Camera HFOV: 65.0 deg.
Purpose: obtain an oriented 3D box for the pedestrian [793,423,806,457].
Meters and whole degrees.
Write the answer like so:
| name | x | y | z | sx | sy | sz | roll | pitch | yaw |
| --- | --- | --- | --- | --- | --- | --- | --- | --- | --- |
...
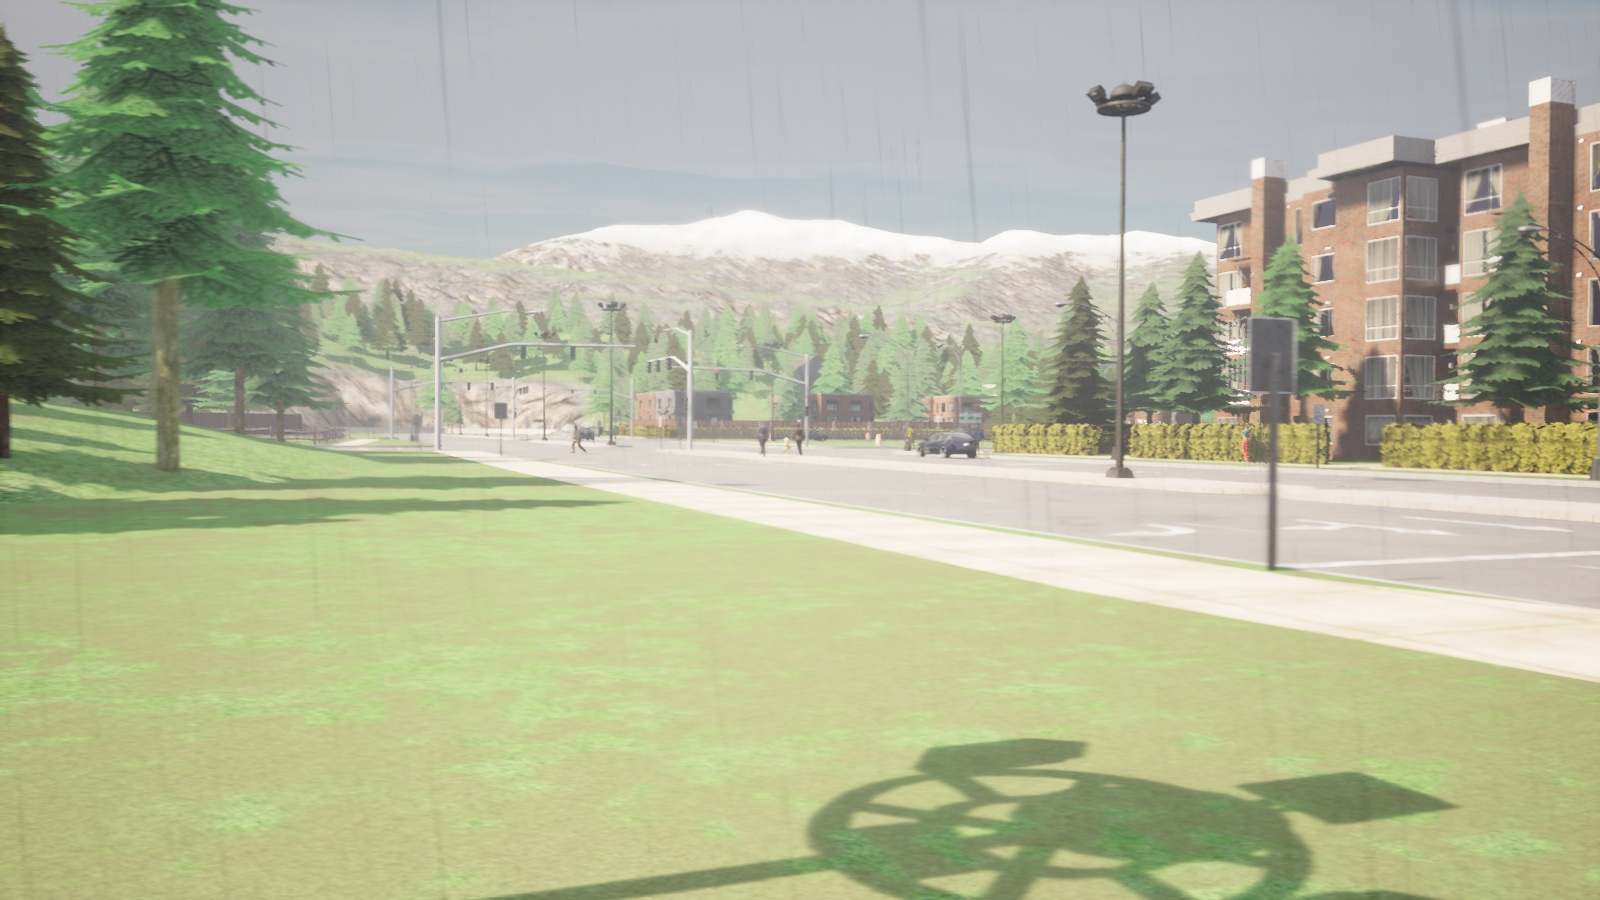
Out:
| name | x | y | z | sx | sy | sz | roll | pitch | yaw |
| --- | --- | --- | --- | --- | --- | --- | --- | --- | --- |
| pedestrian | -0.028 | -0.540 | 67.982 | 0.328 | 1.805 | 0.869 | -1 | 1 | -22 |

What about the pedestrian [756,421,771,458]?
| name | x | y | z | sx | sy | sz | roll | pitch | yaw |
| --- | --- | --- | --- | --- | --- | --- | --- | --- | --- |
| pedestrian | -1.844 | -0.542 | 63.480 | 0.540 | 1.848 | 0.694 | -1 | 1 | -21 |

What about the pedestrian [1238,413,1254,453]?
| name | x | y | z | sx | sy | sz | roll | pitch | yaw |
| --- | --- | --- | --- | --- | --- | --- | --- | --- | --- |
| pedestrian | 20.841 | -0.793 | 58.684 | 0.345 | 1.836 | 0.594 | -1 | 1 | -22 |

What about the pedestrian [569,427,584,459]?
| name | x | y | z | sx | sy | sz | roll | pitch | yaw |
| --- | --- | --- | --- | --- | --- | --- | --- | --- | --- |
| pedestrian | -13.062 | -0.410 | 73.447 | 0.694 | 1.848 | 0.540 | -1 | 1 | -31 |

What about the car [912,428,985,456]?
| name | x | y | z | sx | sy | sz | roll | pitch | yaw |
| --- | --- | --- | --- | --- | --- | --- | --- | --- | --- |
| car | 8.441 | -0.476 | 71.894 | 2.163 | 1.488 | 4.792 | -1 | 1 | -21 |
